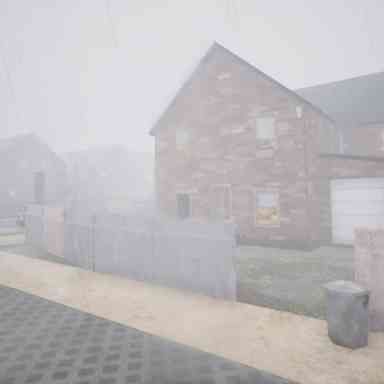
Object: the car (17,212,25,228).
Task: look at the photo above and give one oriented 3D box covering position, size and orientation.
[{"bbox_3d":[-8.599,1.469,20.824,1.994,1.385,4.181,-2,-1,36],"label":"car"}]
